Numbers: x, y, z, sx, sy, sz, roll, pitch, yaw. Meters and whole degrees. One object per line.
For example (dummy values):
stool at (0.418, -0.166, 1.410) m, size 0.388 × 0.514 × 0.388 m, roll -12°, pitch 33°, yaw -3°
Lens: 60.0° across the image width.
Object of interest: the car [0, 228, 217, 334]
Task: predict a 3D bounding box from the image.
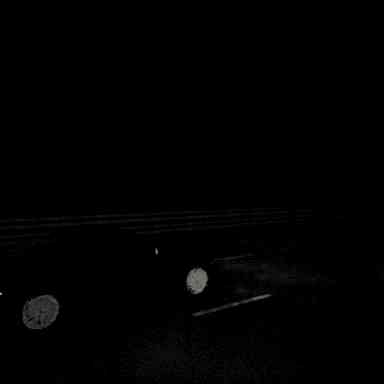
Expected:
car at (-1.746, 1.473, 6.803) m, size 5.008 × 1.535 × 1.882 m, roll 0°, pitch 0°, yaw -36°

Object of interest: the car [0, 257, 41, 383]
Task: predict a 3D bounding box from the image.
car at (-3.485, 1.482, 1.262) m, size 5.008 × 1.535 × 1.882 m, roll 0°, pitch 0°, yaw -35°
